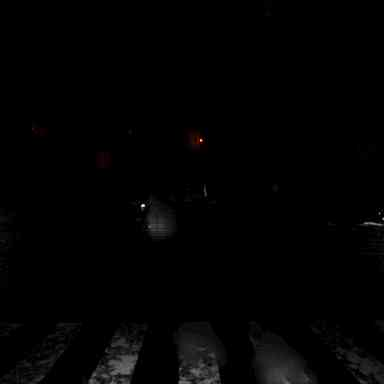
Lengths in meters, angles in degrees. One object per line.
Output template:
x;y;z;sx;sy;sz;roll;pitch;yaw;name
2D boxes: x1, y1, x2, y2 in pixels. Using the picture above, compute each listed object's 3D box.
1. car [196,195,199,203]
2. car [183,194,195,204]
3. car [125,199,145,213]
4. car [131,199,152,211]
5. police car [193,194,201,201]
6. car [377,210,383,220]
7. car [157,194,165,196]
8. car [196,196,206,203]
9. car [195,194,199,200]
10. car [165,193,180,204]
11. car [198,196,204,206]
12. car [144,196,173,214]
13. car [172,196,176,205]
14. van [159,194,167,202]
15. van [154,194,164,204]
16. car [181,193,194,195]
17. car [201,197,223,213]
2.179;1.562;52.667;2.008;1.369;4.403;0;0;-1;car
-0.660;1.620;65.599;1.895;1.301;4.718;0;0;-1;car
-6.122;1.556;36.222;2.008;1.369;4.403;0;0;-1;car
-6.191;1.557;41.214;2.008;1.369;4.403;0;0;-1;car
1.267;1.464;90.513;1.930;1.638;5.238;0;0;-1;police car
14.725;1.249;20.978;5.357;1.411;2.033;-1;0;-1;car
-6.462;1.541;61.027;1.752;1.417;4.829;0;0;-1;car
1.899;1.590;73.116;1.947;1.339;4.313;0;0;-1;car
2.043;1.567;62.538;2.008;1.369;4.403;0;0;-1;car
-3.770;1.494;61.466;1.882;1.535;5.008;0;0;0;car
2.253;1.553;47.223;1.887;1.381;4.507;0;0;-1;car
-3.445;1.496;35.223;2.128;1.511;4.902;0;0;-1;car
-3.580;1.609;45.142;1.895;1.301;4.718;0;0;-1;car
-6.687;1.368;77.435;1.690;1.788;3.998;0;0;-1;van
-6.538;1.361;66.609;1.690;1.788;3.998;0;0;-1;van
-0.891;1.550;75.527;2.128;1.511;4.902;0;0;-1;car
2.402;1.556;36.335;2.008;1.369;4.403;0;0;-1;car
